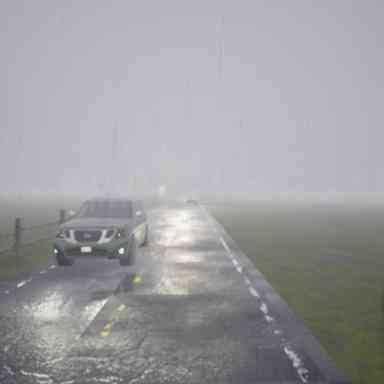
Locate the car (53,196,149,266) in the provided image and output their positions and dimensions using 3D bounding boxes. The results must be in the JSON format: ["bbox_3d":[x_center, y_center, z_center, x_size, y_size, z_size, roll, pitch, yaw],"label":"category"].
[{"bbox_3d":[-2.844,1.190,11.718,2.150,2.045,5.566,0,0,0],"label":"car"}]

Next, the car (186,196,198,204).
[{"bbox_3d":[-0.020,1.420,57.253,1.895,1.301,4.718,0,0,0],"label":"car"}]
